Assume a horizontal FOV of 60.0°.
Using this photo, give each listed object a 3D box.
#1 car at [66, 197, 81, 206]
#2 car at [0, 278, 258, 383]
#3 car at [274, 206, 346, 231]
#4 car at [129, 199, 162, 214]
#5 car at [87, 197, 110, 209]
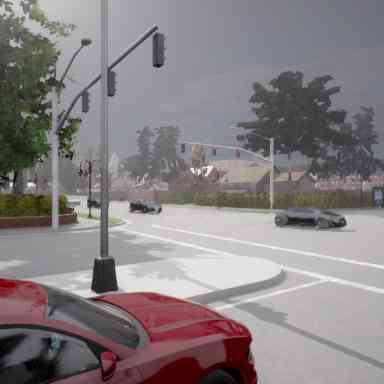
[{"bbox_3d":[-20.092,1.526,55.847,1.812,1.442,4.674,0,0,-36],"label":"car"},{"bbox_3d":[-1.653,1.478,2.590,5.008,1.535,1.882,0,0,-35],"label":"car"},{"bbox_3d":[7.255,1.564,20.664,4.181,1.385,1.994,0,0,41],"label":"car"},{"bbox_3d":[-4.912,1.492,34.869,2.128,1.511,4.902,0,0,-36],"label":"car"},{"bbox_3d":[-12.883,1.492,45.863,2.128,1.511,4.902,0,0,-36],"label":"car"}]
